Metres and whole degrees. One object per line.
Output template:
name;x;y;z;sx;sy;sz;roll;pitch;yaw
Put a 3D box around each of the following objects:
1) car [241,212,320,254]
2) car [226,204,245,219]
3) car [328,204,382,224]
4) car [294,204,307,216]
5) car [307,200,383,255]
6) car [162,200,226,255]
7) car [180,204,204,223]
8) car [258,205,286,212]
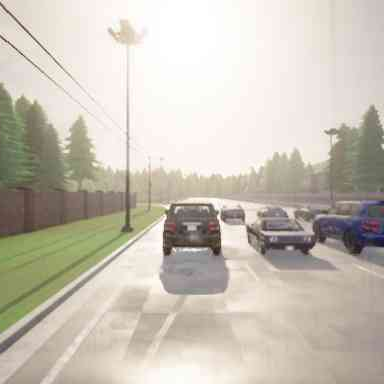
car;3.500;1.734;14.105;1.895;1.301;4.718;0;0;0
car;3.499;1.767;29.297;2.128;1.511;4.902;0;0;0
car;13.997;1.819;28.990;2.033;1.411;5.357;0;-1;0
car;10.500;1.801;29.405;1.812;1.442;4.674;0;0;0
car;6.999;1.348;14.014;2.150;2.045;5.566;0;0;0
car;-0.001;1.348;14.004;2.150;2.045;5.566;0;0;0
car;-0.003;1.839;29.293;1.994;1.385;4.181;0;0;0
car;7.000;1.839;29.291;1.994;1.385;4.181;0;0;0
